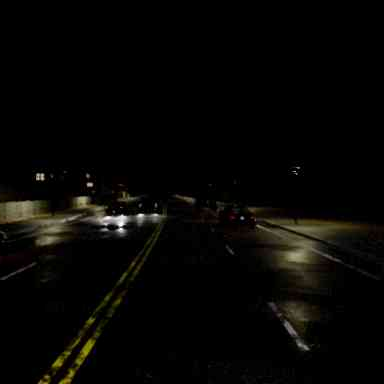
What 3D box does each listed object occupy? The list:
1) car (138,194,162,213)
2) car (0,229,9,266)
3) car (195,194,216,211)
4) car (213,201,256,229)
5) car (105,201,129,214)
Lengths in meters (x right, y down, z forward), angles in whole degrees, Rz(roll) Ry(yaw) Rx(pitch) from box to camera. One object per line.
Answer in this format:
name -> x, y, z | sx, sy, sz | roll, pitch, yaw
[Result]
car -> -4.691, 1.374, 36.405 | 2.097, 1.767, 4.553 | 0, 0, -4
car -> -6.634, 1.526, 8.374 | 1.837, 1.490, 4.892 | 0, 0, 1
car -> 1.648, 1.241, 41.163 | 2.150, 2.045, 5.566 | 0, 0, -5
car -> 2.846, 1.560, 21.895 | 2.033, 1.411, 5.357 | 0, 0, -2
car -> -7.838, 1.625, 34.926 | 1.895, 1.301, 4.718 | 0, 0, -4
